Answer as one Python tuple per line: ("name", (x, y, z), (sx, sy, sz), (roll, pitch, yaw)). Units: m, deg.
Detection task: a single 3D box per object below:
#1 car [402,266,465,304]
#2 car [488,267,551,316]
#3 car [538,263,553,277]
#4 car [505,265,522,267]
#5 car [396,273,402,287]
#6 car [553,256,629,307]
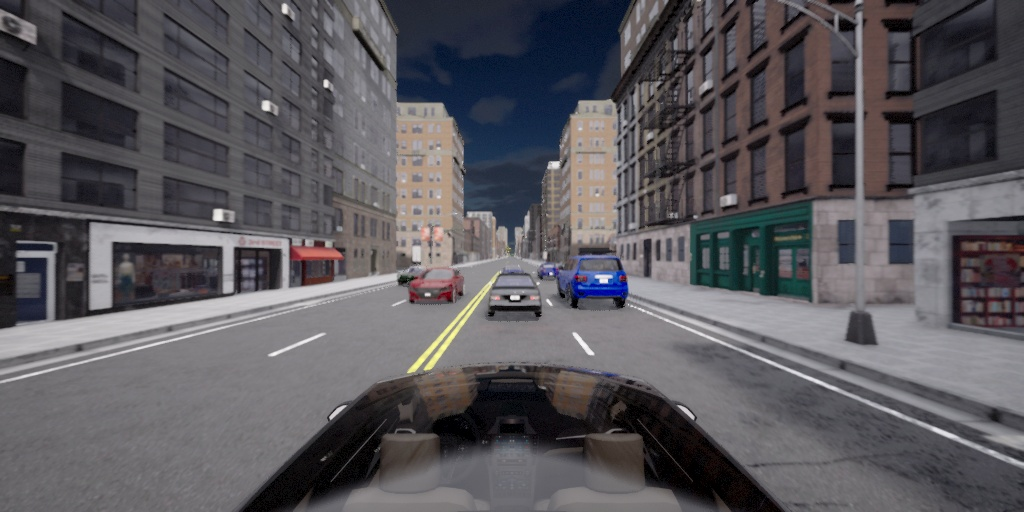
("car", (-3.353, 1.266, 16.762), (1.882, 1.535, 5.008), (0, 0, 0))
("car", (0.094, 1.327, 13.468), (2.033, 1.411, 5.357), (0, 0, 0))
("car", (3.344, 1.355, 32.898), (1.812, 1.442, 4.674), (0, 0, 0))
("car", (0.093, 1.425, 30.991), (1.895, 1.301, 4.718), (0, 0, 0))
("car", (-6.602, 1.411, 25.386), (1.895, 1.301, 4.718), (0, 0, 0))
("car", (3.346, 1.007, 15.752), (2.150, 2.045, 5.566), (0, 0, 0))
